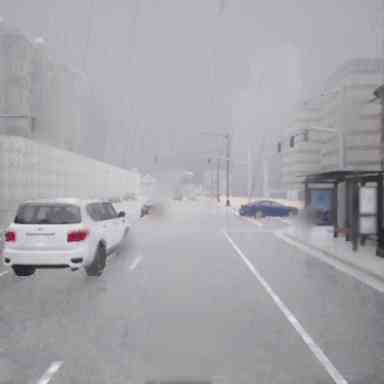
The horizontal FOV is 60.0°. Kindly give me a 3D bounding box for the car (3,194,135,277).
[{"bbox_3d":[-3.426,1.190,10.243,2.150,2.045,5.566,0,0,0],"label":"car"}]

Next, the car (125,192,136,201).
[{"bbox_3d":[-14.001,1.022,74.804,2.150,2.045,5.566,0,0,0],"label":"car"}]

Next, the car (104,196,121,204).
[{"bbox_3d":[-14.039,1.401,59.195,1.994,1.385,4.181,0,0,1],"label":"car"}]

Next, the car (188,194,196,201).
[{"bbox_3d":[-0.001,1.271,76.557,1.882,1.535,5.008,0,0,0],"label":"car"}]

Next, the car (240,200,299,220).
[{"bbox_3d":[6.410,1.412,27.388,5.008,1.535,1.882,0,-2,-16],"label":"car"}]

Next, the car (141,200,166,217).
[{"bbox_3d":[-3.419,1.447,29.757,1.812,1.442,4.674,0,0,0],"label":"car"}]

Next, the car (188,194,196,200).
[{"bbox_3d":[-0.001,1.204,86.975,2.033,1.411,5.357,0,0,0],"label":"car"}]

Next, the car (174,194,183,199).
[{"bbox_3d":[-3.501,1.214,86.974,1.994,1.385,4.181,0,0,0],"label":"car"}]

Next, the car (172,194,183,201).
[{"bbox_3d":[-3.501,1.386,77.003,1.895,1.301,4.718,0,0,0],"label":"car"}]
